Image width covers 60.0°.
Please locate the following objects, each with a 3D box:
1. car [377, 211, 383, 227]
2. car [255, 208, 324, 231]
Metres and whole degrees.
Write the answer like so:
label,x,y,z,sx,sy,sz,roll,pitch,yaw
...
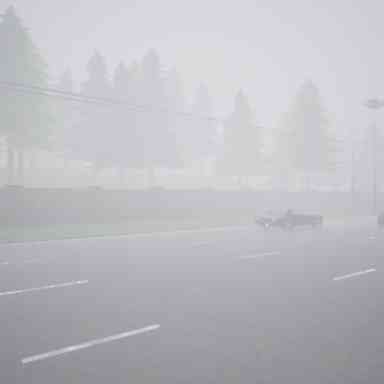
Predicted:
label,x,y,z,sx,sy,sz,roll,pitch,yaw
car,14.366,1.649,22.591,4.674,1.442,1.812,0,0,-35
car,6.281,1.686,21.124,4.718,1.301,1.895,0,0,-35
